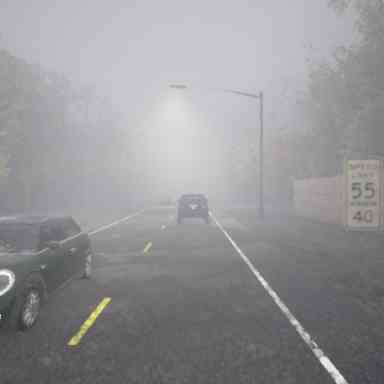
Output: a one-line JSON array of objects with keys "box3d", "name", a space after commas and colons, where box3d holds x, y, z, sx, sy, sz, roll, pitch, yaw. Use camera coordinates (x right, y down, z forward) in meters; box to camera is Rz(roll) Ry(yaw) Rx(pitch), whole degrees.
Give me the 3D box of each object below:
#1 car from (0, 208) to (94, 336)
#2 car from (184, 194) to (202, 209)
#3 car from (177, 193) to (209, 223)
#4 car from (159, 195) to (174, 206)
[{"box3d": [-3.585, 1.297, 6.721, 2.097, 1.767, 4.553, 1, 0, 0], "name": "car"}, {"box3d": [0.101, 1.107, 41.033, 2.097, 1.767, 4.553, 0, 0, 0], "name": "car"}, {"box3d": [0.086, 1.081, 24.276, 2.150, 2.045, 5.566, -1, 1, 0], "name": "car"}, {"box3d": [-3.574, 1.214, 47.314, 1.837, 1.490, 4.892, 0, 1, 0], "name": "car"}]
